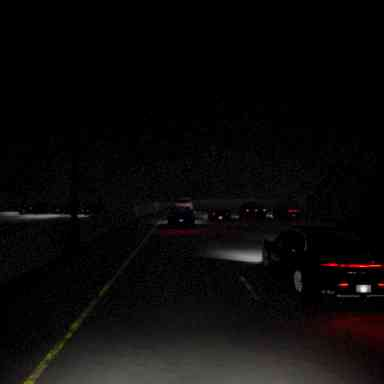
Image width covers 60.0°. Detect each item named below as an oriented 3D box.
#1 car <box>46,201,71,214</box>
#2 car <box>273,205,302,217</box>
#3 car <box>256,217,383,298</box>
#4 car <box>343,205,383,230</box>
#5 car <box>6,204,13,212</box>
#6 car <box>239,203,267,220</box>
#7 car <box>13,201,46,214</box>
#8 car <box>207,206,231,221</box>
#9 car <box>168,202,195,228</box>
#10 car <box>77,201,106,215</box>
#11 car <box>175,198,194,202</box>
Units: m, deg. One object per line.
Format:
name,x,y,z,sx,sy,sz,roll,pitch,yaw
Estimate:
car,-15.137,1.829,40.027,2.128,1.511,4.902,1,-1,1
car,9.505,2.013,33.493,2.128,1.511,4.902,1,-1,-1
car,3.250,1.652,8.878,1.837,1.490,4.892,1,-1,-2
car,6.683,1.432,10.973,2.150,2.045,5.566,1,-1,-2
car,-22.040,1.856,43.720,2.033,1.411,5.357,1,-1,2
car,6.013,1.834,33.350,2.097,1.767,4.553,1,-1,-1
car,-18.653,1.815,39.218,1.812,1.442,4.674,1,-1,1
car,2.516,2.027,31.891,1.895,1.301,4.718,1,-1,-1
car,-0.789,1.779,24.741,1.882,1.535,5.008,1,-1,-2
car,-11.641,1.878,39.761,1.837,1.490,4.892,1,-1,1
car,-0.957,1.715,40.211,2.150,2.045,5.566,1,0,1
